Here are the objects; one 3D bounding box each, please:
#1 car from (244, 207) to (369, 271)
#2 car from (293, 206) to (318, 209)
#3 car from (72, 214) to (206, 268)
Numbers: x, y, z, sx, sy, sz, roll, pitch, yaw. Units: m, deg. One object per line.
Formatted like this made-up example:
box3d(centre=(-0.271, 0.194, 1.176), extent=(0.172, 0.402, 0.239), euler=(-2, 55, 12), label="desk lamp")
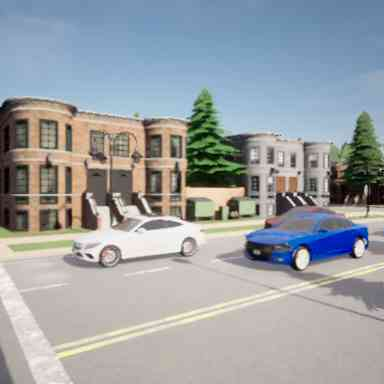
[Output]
box3d(centre=(3.914, 1.476, 11.078), extent=(5.008, 1.535, 1.882), euler=(0, 0, -35), label="car")
box3d(centre=(5.729, 1.475, 16.662), extent=(5.008, 1.535, 1.882), euler=(0, 0, -35), label="car")
box3d(centre=(-1.646, 1.525, 11.412), extent=(4.674, 1.442, 1.812), euler=(0, 0, -36), label="car")
